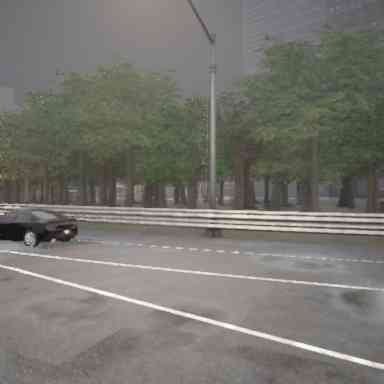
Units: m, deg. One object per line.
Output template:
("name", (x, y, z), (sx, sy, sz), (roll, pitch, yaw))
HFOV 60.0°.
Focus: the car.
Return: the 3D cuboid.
("car", (-7.350, 1.489, 14.836), (5.008, 1.535, 1.882), (0, 0, 27))
